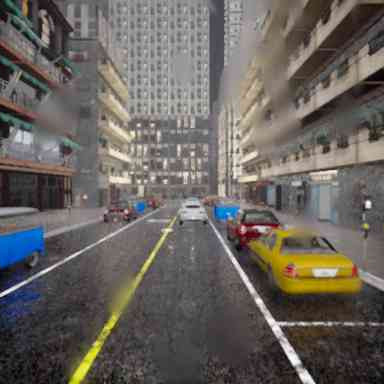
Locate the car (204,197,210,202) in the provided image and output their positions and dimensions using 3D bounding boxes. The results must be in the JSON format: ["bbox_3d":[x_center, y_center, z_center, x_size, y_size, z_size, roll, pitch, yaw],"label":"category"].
[{"bbox_3d":[2.520,1.453,47.370,1.887,1.381,4.507,-1,0,0],"label":"car"}]

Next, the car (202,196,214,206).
[{"bbox_3d":[2.515,1.422,53.089,1.752,1.417,4.829,-1,0,0],"label":"car"}]

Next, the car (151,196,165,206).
[{"bbox_3d":[-5.365,1.443,52.893,1.887,1.381,4.507,-1,0,0],"label":"car"}]

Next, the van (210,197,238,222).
[{"bbox_3d":[2.535,1.294,25.173,1.690,1.788,3.998,-1,0,0],"label":"van"}]

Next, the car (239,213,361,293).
[{"bbox_3d":[2.550,1.509,8.697,1.752,1.417,4.829,-1,0,0],"label":"car"}]

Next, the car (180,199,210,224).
[{"bbox_3d":[0.080,1.481,24.182,1.812,1.442,4.674,0,0,0],"label":"car"}]

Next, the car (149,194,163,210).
[{"bbox_3d":[-5.359,1.236,41.795,2.192,1.841,5.009,-1,0,0],"label":"car"}]

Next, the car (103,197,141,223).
[{"bbox_3d":[-5.344,1.394,25.148,1.967,1.590,4.097,-1,0,0],"label":"car"}]

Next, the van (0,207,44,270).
[{"bbox_3d":[-5.332,1.326,8.501,1.690,1.788,3.998,-1,0,0],"label":"van"}]

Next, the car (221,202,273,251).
[{"bbox_3d":[2.545,1.414,14.075,1.967,1.590,4.097,-1,0,0],"label":"car"}]

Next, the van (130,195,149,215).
[{"bbox_3d":[-5.350,1.284,30.696,1.690,1.788,3.998,-1,0,0],"label":"van"}]
